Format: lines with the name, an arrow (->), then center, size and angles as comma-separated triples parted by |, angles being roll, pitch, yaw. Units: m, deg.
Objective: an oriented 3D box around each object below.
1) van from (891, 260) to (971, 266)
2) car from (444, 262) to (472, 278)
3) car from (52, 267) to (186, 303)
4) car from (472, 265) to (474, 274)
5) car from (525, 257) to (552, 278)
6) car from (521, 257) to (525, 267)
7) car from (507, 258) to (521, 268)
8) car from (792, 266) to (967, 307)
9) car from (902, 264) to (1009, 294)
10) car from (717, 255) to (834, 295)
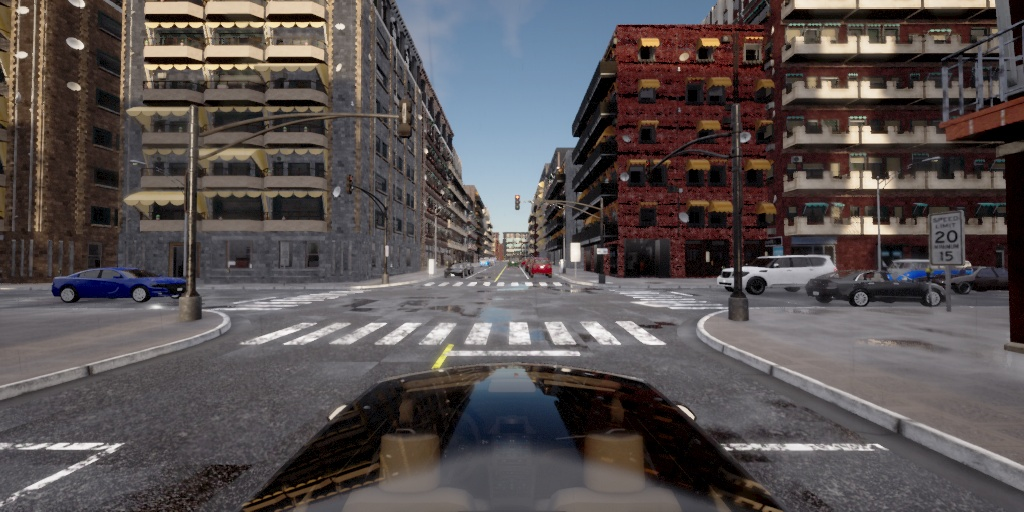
van -> 24.946, 1.115, 21.479 | 3.998, 1.789, 1.690 | 0, 0, 0
car -> -5.243, 1.328, 33.942 | 1.948, 1.339, 4.313 | 0, 0, 0
car -> -17.582, 1.254, 16.284 | 5.008, 1.535, 1.882 | 0, -1, 0
car -> -5.231, 1.331, 39.503 | 1.948, 1.339, 4.313 | 0, 0, 0
car -> 2.638, 1.077, 33.970 | 2.192, 1.841, 5.009 | 0, 0, 0
car -> 2.662, 1.086, 45.093 | 2.192, 1.841, 5.009 | 0, 0, 0
car -> 0.235, 1.179, 64.489 | 2.097, 1.767, 4.553 | 0, 0, 0
car -> 13.771, 1.186, 13.652 | 4.403, 1.370, 2.007 | 0, 0, 0
car -> 24.562, 1.271, 19.028 | 5.357, 1.411, 2.033 | 0, -1, 0
car -> 14.066, 0.970, 19.088 | 5.566, 2.045, 2.150 | 0, -1, 0
